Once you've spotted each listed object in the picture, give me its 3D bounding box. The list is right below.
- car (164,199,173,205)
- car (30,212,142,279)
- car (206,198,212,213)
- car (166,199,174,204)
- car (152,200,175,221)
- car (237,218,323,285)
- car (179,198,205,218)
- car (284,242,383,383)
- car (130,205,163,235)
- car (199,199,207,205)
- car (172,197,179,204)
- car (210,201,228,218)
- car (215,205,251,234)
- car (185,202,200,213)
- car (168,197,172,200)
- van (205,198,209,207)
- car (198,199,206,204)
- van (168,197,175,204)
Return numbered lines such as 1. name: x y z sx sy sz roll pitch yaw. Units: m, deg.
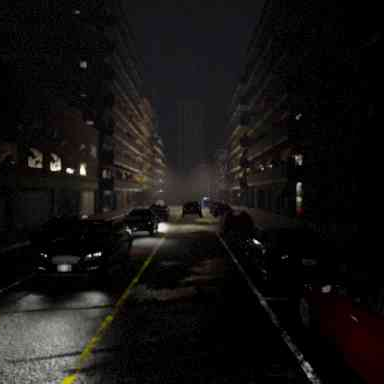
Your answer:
1. car: -5.704 2.425 81.493 1.887 1.381 4.507 0 -1 0
2. car: -3.099 1.602 10.519 2.128 1.511 4.902 0 -1 0
3. car: 3.137 1.921 41.723 1.882 1.535 5.008 0 -1 0
4. car: -5.705 2.487 87.017 1.887 1.381 4.507 0 -1 0
5. car: -3.063 1.817 30.773 2.128 1.511 4.902 0 -1 0
6. car: 2.683 1.668 9.681 1.947 1.339 4.313 0 -1 0
7. car: -0.001 1.727 35.498 2.097 1.767 4.553 0 -1 0
8. car: 2.684 1.627 4.157 1.802 1.307 4.206 0 -1 0
9. car: -3.089 1.742 20.502 1.812 1.442 4.674 0 -1 0
10. car: 2.676 2.431 81.481 2.008 1.369 4.403 -1 -1 0
11. car: -3.006 2.062 75.922 1.812 1.442 4.674 0 -1 0
12. car: 3.146 1.893 34.724 1.812 1.442 4.674 0 -1 0
13. car: 2.682 1.763 20.727 1.887 1.381 4.507 0 -1 0
14. car: 0.022 2.057 46.316 1.994 1.385 4.181 0 -1 1
15. car: -5.704 2.385 75.970 1.947 1.339 4.313 0 -1 0
16. van: 2.676 1.977 59.392 1.690 1.788 3.998 -1 -1 0
17. car: 2.676 2.493 87.004 2.008 1.369 4.403 -1 -1 0
18. van: -5.708 2.345 92.542 1.690 1.788 3.998 0 -1 0
